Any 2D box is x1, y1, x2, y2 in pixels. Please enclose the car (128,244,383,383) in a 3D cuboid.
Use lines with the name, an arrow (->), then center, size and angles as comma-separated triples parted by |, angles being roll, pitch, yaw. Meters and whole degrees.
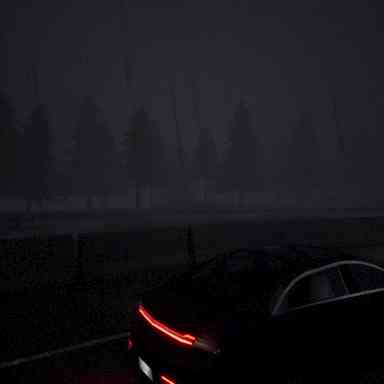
car -> 1.596, 1.491, 4.524 | 4.902, 1.511, 2.128 | 0, 0, -32
